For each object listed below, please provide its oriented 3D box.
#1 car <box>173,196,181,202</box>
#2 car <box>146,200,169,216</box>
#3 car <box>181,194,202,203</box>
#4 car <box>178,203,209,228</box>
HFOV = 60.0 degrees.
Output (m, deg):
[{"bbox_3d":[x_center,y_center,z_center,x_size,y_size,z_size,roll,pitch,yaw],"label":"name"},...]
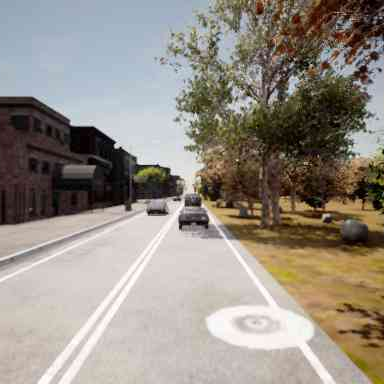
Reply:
[{"bbox_3d":[-3.241,1.567,74.147,1.895,1.301,4.718,0,0,0],"label":"car"},{"bbox_3d":[-3.342,1.545,33.238,2.033,1.411,5.357,0,0,0],"label":"car"},{"bbox_3d":[0.105,1.213,42.737,2.150,2.045,5.566,0,0,0],"label":"car"},{"bbox_3d":[0.101,1.603,21.959,1.895,1.301,4.718,0,0,0],"label":"car"}]
